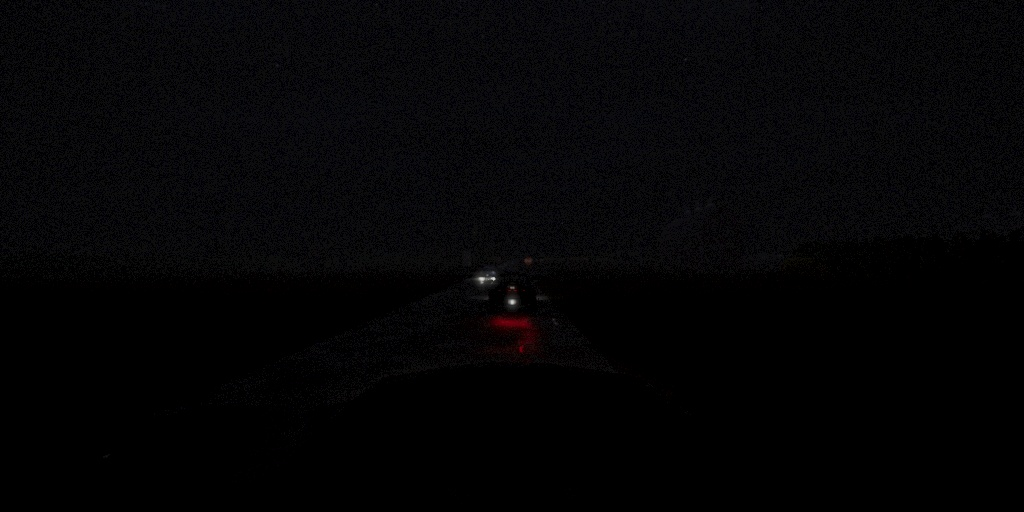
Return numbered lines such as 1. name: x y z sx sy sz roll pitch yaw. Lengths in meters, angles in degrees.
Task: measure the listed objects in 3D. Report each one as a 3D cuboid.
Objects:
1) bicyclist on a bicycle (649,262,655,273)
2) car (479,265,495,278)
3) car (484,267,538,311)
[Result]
1. bicyclist on a bicycle: 19.994 1.694 51.328 0.582 1.620 1.656 0 -1 0
2. car: -2.723 1.787 42.398 2.033 1.411 5.357 0 -1 1
3. car: 0.033 1.414 15.358 1.837 1.490 4.892 0 0 1
